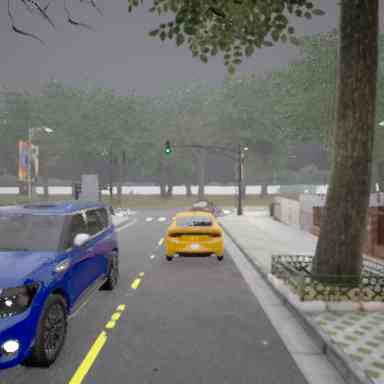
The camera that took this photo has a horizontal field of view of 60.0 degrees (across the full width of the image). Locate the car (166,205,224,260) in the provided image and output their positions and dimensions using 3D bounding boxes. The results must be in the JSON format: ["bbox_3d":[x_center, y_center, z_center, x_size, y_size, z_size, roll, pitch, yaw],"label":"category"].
[{"bbox_3d":[0.094,1.474,12.508,1.882,1.535,5.008,0,0,0],"label":"car"}]

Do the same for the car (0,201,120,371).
[{"bbox_3d":[-2.850,1.223,6.101,2.150,2.045,5.566,0,0,0],"label":"car"}]

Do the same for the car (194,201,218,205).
[{"bbox_3d":[1.120,1.463,28.198,1.812,1.442,4.674,-1,1,17],"label":"car"}]
